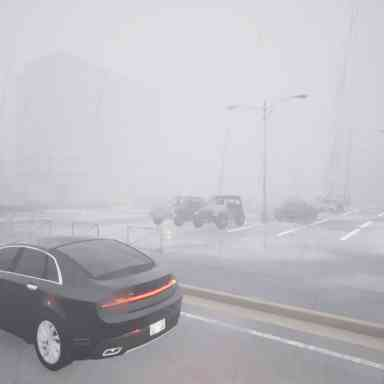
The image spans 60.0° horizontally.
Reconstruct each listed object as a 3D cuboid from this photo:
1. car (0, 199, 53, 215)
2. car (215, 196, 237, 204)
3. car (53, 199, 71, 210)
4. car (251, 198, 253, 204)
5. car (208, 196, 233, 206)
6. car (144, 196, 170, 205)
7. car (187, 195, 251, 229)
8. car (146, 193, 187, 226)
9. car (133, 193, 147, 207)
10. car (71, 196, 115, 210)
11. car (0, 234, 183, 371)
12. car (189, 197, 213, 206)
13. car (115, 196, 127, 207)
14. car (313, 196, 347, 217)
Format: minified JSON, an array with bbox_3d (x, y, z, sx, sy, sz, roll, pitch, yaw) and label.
[{"bbox_3d":[-17.455,1.601,34.732,1.895,1.301,4.718,0,0,34],"label":"car"},{"bbox_3d":[6.484,1.491,63.646,2.128,1.511,4.902,0,0,34],"label":"car"},{"bbox_3d":[-17.126,1.547,41.486,2.033,1.411,5.357,0,0,34],"label":"car"},{"bbox_3d":[9.892,1.505,62.446,1.837,1.490,4.892,0,0,34],"label":"car"},{"bbox_3d":[4.770,1.491,54.838,2.128,1.511,4.902,0,0,34],"label":"car"},{"bbox_3d":[-6.007,1.526,57.912,1.812,1.442,4.674,0,0,35],"label":"car"},{"bbox_3d":[1.747,1.156,20.203,1.905,1.878,3.866,0,0,34],"label":"car"},{"bbox_3d":[-0.617,1.153,21.873,1.932,1.855,4.605,0,0,34],"label":"car"},{"bbox_3d":[-6.564,1.221,50.853,2.150,2.045,5.566,0,0,34],"label":"car"},{"bbox_3d":[-12.452,1.526,42.143,1.812,1.442,4.674,0,0,34],"label":"car"},{"bbox_3d":[-2.416,1.505,5.725,4.892,1.490,1.837,0,0,36],"label":"car"},{"bbox_3d":[1.507,1.526,56.257,1.812,1.442,4.674,0,0,34],"label":"car"},{"bbox_3d":[-11.788,1.352,49.403,2.097,1.767,4.553,0,0,34],"label":"car"},{"bbox_3d":[13.796,1.395,33.136,1.970,1.475,3.806,0,0,34],"label":"car"}]
